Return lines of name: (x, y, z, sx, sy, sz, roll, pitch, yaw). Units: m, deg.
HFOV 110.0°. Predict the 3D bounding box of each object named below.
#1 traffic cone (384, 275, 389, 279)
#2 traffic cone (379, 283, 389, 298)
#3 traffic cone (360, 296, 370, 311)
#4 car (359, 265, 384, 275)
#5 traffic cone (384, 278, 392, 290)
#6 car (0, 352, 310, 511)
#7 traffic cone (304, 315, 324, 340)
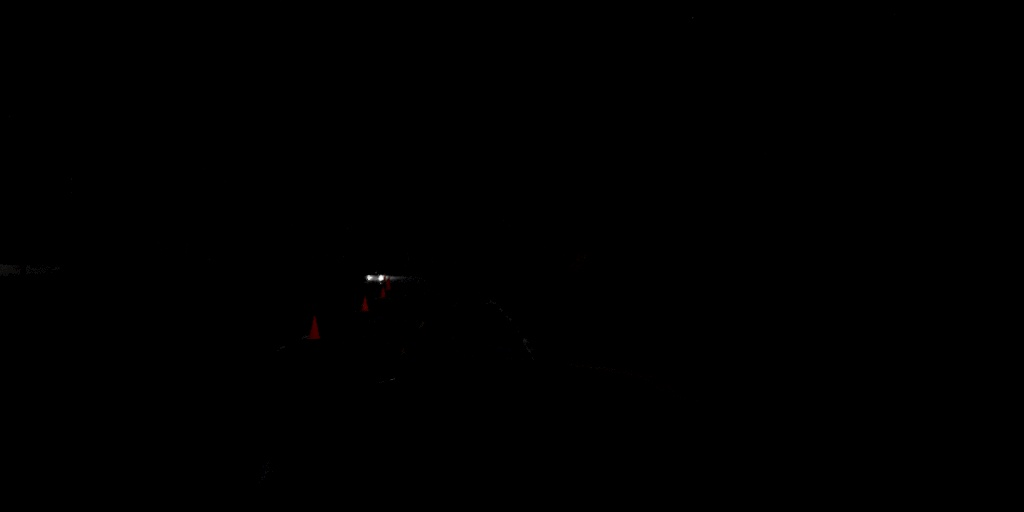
traffic cone: (-9.558, 1.929, 27.769, 0.340, 0.580, 0.340, 0, 0, -21)
traffic cone: (-6.659, 1.855, 18.534, 0.340, 0.580, 0.340, 0, 0, -14)
traffic cone: (-5.658, 1.818, 13.797, 0.340, 0.580, 0.340, 0, 0, -10)
car: (-17.812, 1.733, 45.362, 1.895, 1.301, 4.718, 1, -1, -36)
traffic cone: (-7.961, 1.892, 23.198, 0.340, 0.580, 0.340, 0, 0, -17)
car: (-2.526, 1.250, 0.975, 1.837, 1.490, 4.892, 0, -1, -1)
traffic cone: (-4.961, 1.777, 9.006, 0.340, 0.580, 0.340, 0, 0, -6)
